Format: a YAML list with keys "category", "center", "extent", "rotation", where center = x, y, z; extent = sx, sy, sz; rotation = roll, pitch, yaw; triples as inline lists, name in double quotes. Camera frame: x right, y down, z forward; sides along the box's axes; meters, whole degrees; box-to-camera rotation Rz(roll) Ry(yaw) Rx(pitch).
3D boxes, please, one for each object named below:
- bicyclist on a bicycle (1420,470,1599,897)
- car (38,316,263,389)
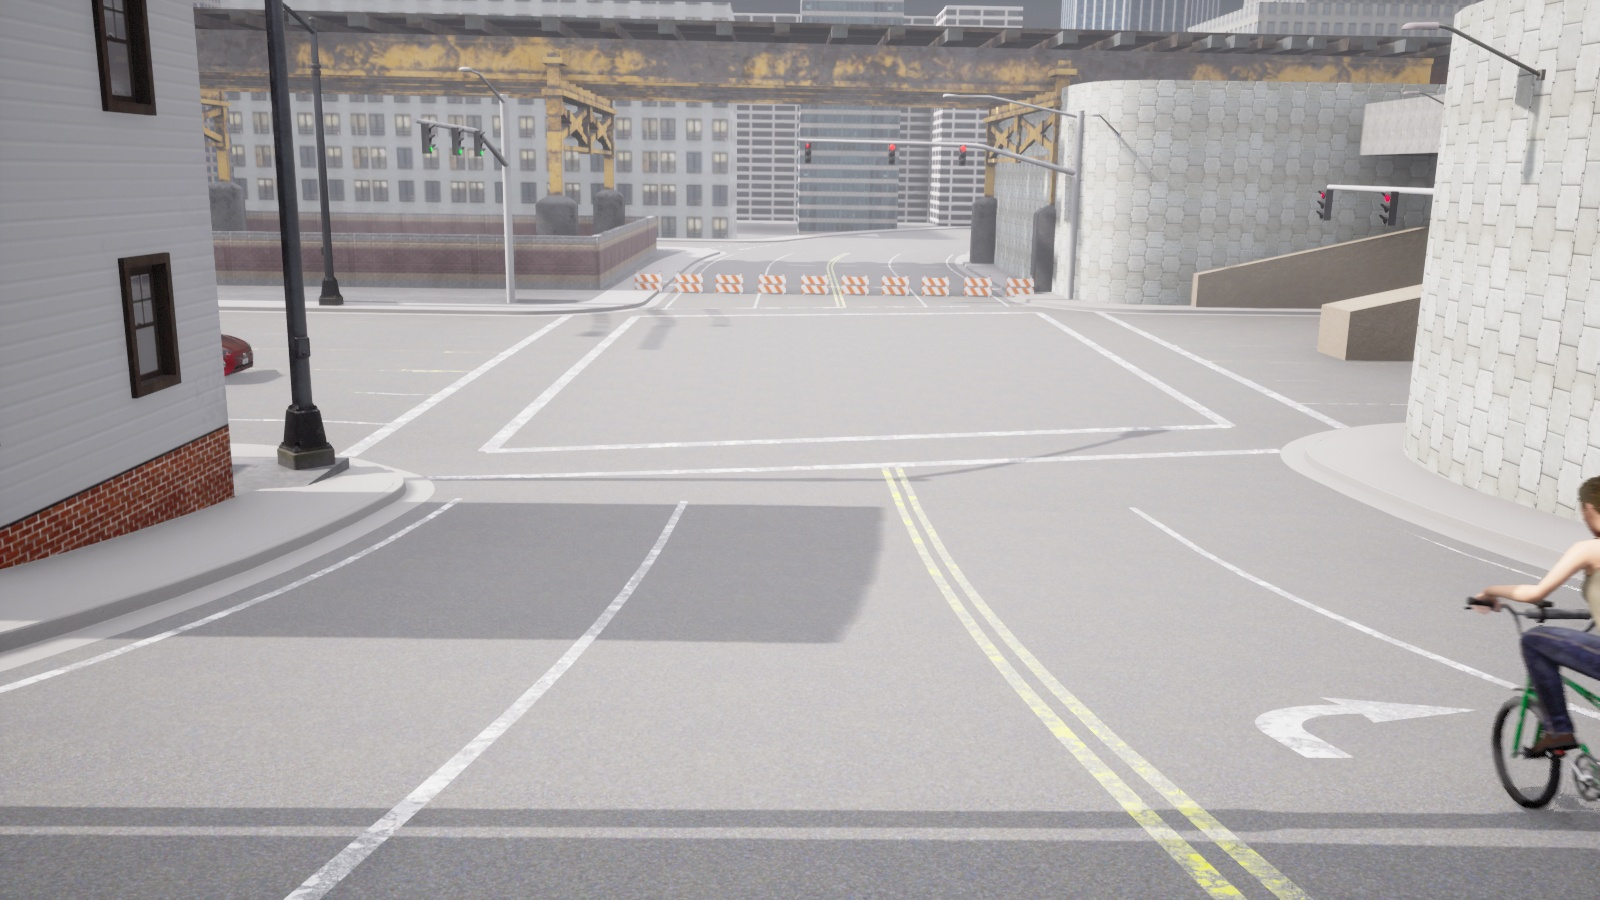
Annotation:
- category: "bicyclist on a bicycle"
  center: [3.493, 0.906, 5.437]
  extent: [0.866, 1.612, 1.509]
  rotation: [0, 0, 0]
- category: "car"
  center: [-16.271, -2.486, 31.654]
  extent: [4.514, 1.525, 2.007]
  rotation: [0, 12, 0]
